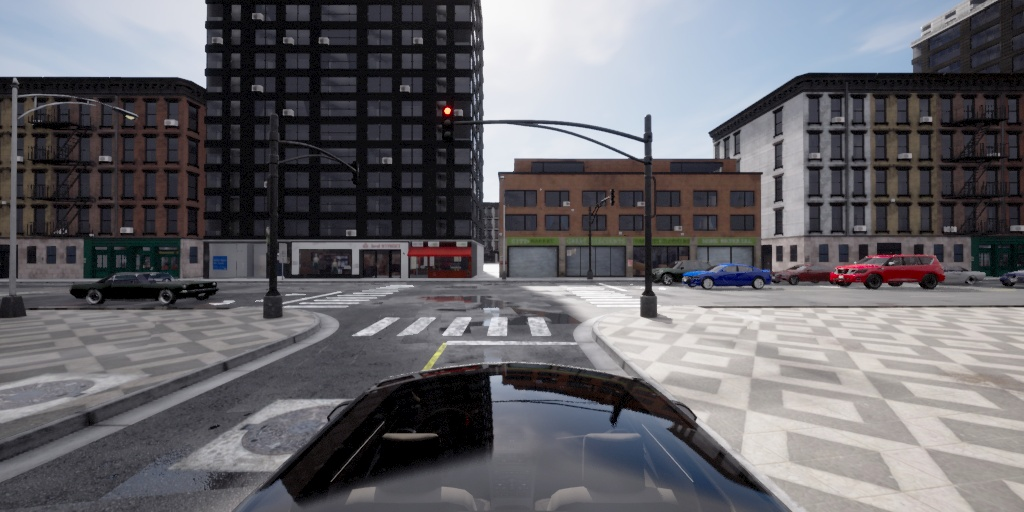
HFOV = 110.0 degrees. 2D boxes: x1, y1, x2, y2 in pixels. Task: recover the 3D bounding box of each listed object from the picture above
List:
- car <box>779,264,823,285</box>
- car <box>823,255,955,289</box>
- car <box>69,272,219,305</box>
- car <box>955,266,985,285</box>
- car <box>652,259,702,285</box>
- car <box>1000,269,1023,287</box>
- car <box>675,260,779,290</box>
[{"bbox_3d":[20.784,1.272,25.303,4.674,1.442,1.812,0,0,0],"label":"car"},{"bbox_3d":[23.022,0.936,22.076,5.566,2.045,2.150,0,0,0],"label":"car"},{"bbox_3d":[-15.389,1.338,15.235,4.718,1.301,1.895,0,0,0],"label":"car"},{"bbox_3d":[29.988,1.328,25.341,4.718,1.301,1.895,0,0,0],"label":"car"},{"bbox_3d":[11.957,1.116,25.289,4.553,1.767,2.097,0,0,0],"label":"car"},{"bbox_3d":[33.245,1.219,22.102,4.674,1.442,1.812,0,0,0],"label":"car"},{"bbox_3d":[13.096,1.213,22.031,5.008,1.535,1.882,0,0,-2],"label":"car"}]
